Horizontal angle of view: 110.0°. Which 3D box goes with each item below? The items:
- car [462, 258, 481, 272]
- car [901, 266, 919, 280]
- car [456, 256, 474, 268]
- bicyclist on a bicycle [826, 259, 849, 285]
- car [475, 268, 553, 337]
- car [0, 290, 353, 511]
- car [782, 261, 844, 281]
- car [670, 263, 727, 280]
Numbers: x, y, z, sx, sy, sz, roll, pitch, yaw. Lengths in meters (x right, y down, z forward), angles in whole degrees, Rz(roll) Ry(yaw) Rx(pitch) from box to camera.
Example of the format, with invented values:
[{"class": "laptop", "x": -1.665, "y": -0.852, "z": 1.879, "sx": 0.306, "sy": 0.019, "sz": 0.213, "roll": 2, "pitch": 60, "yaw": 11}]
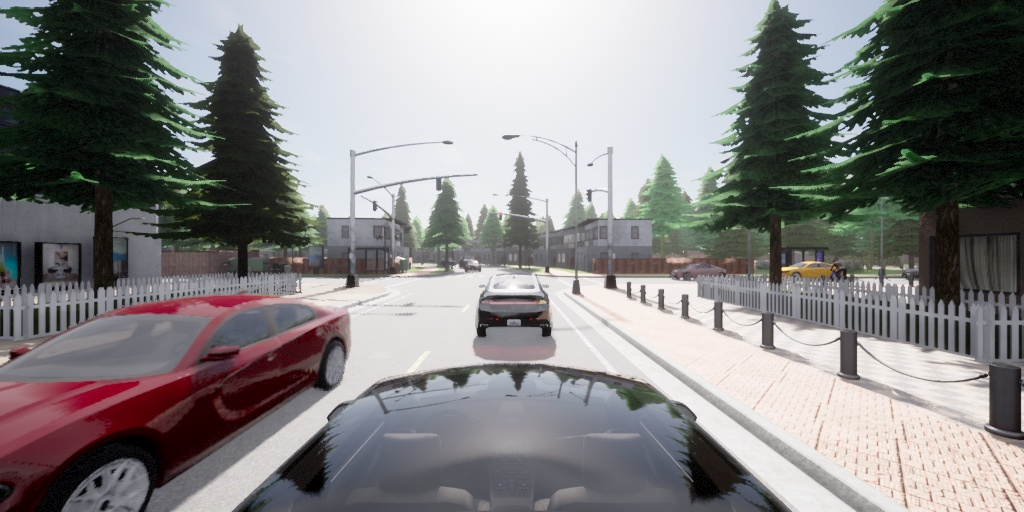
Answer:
[{"class": "car", "x": -4.930, "y": 1.278, "z": 45.379, "sx": 1.994, "sy": 1.385, "sz": 4.181, "roll": 0, "pitch": 0, "yaw": -7}, {"class": "car", "x": 34.555, "y": 1.238, "z": 28.977, "sx": 4.892, "sy": 1.490, "sz": 1.837, "roll": 0, "pitch": 0, "yaw": 2}, {"class": "car", "x": -6.834, "y": 0.937, "z": 55.738, "sx": 2.150, "sy": 2.045, "sz": 5.566, "roll": 0, "pitch": 0, "yaw": -16}, {"class": "bicyclist on a bicycle", "x": 19.892, "y": 1.035, "z": 21.940, "sx": 0.582, "sy": 1.620, "sz": 1.656, "roll": 0, "pitch": 0, "yaw": 2}, {"class": "car", "x": 0.059, "y": 1.241, "z": 10.259, "sx": 2.128, "sy": 1.511, "sz": 4.902, "roll": 0, "pitch": 0, "yaw": 0}, {"class": "car", "x": -3.603, "y": 1.227, "z": 3.981, "sx": 1.882, "sy": 1.535, "sz": 5.008, "roll": 0, "pitch": 0, "yaw": 0}, {"class": "car", "x": 24.183, "y": 1.211, "z": 29.301, "sx": 5.008, "sy": 1.535, "sz": 1.882, "roll": 0, "pitch": 0, "yaw": 2}, {"class": "car", "x": 15.304, "y": 1.297, "z": 29.558, "sx": 4.181, "sy": 1.385, "sz": 1.994, "roll": 0, "pitch": 0, "yaw": 2}]
